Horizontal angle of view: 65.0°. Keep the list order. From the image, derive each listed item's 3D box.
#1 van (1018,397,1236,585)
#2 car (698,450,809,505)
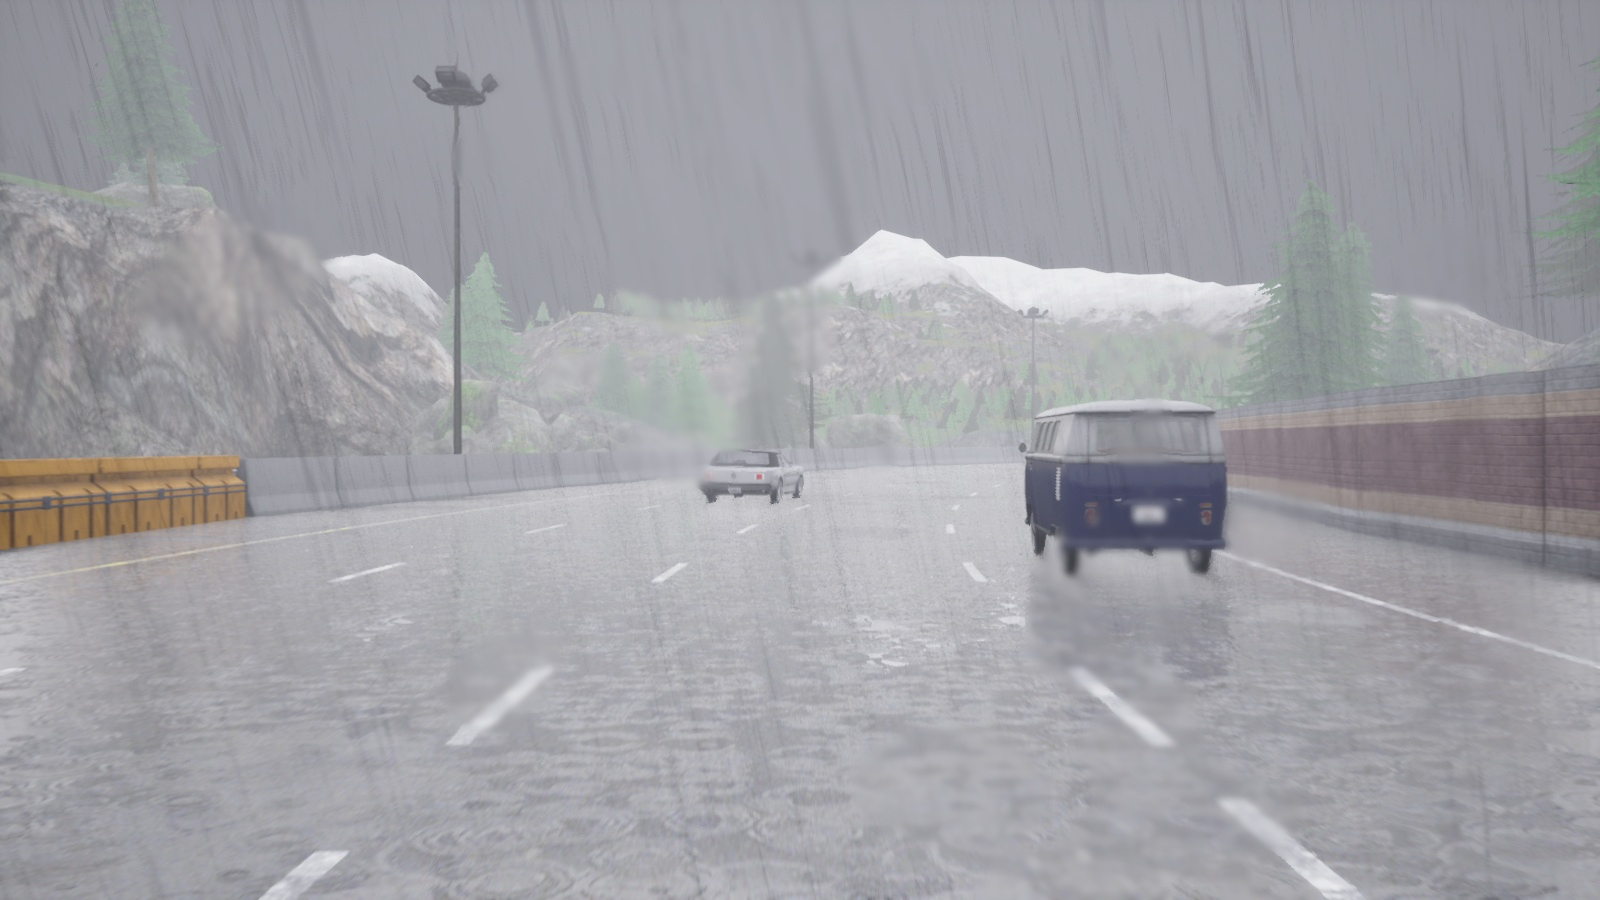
[{"bbox_3d":[3.844,0.415,15.526,1.775,1.987,4.442,0,0,3],"label":"van"},{"bbox_3d":[-1.113,0.662,32.552,1.895,1.301,4.718,0,0,11],"label":"car"}]
